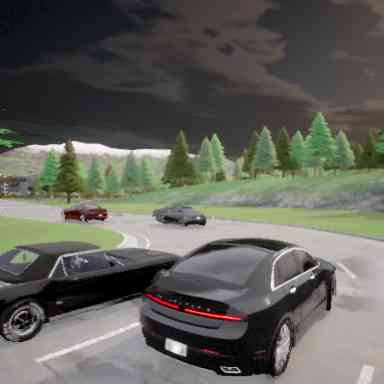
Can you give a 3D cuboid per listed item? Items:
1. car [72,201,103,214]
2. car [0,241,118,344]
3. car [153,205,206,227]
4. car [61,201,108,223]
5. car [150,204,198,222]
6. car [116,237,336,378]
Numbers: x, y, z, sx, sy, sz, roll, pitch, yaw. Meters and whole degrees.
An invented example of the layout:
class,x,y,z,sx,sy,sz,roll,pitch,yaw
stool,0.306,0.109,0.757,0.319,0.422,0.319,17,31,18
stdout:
class,x,y,z,sx,sy,sz,roll,pitch,yaw
car,-13.109,1.848,41.378,1.812,1.442,4.674,1,-1,-43
car,-2.307,1.651,6.628,1.895,1.301,4.718,0,-1,41
car,-0.819,1.802,24.901,1.994,1.385,4.181,1,-1,-39
car,-9.048,1.693,27.803,5.008,1.535,1.882,0,-1,41
car,-1.691,1.851,30.567,4.181,1.385,1.994,0,-1,42
car,1.178,1.569,5.818,1.837,1.490,4.892,2,0,34
